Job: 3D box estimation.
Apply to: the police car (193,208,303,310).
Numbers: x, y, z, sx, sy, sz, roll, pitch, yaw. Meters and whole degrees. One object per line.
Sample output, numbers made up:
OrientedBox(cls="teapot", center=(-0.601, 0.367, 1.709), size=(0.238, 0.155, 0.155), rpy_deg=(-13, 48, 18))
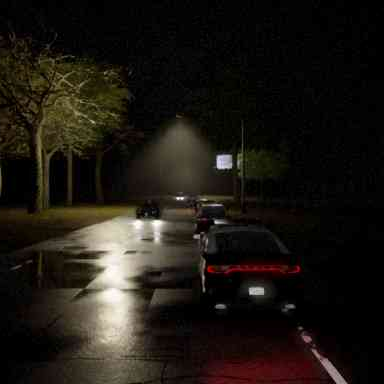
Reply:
OrientedBox(cls="police car", center=(1.069, 1.424, 8.045), size=(1.930, 1.638, 5.238), rpy_deg=(0, 0, 0))

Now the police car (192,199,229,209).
OrientedBox(cls="police car", center=(1.093, 1.423, 18.045), size=(1.930, 1.638, 5.238), rpy_deg=(0, 0, 0))

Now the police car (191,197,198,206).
OrientedBox(cls="police car", center=(1.107, 1.418, 24.044), size=(1.930, 1.638, 5.238), rpy_deg=(0, 0, 0))

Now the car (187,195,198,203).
OrientedBox(cls="car", center=(0.158, 1.271, 65.584), size=(2.033, 1.411, 5.357), rpy_deg=(0, 1, 0))

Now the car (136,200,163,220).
OrientedBox(cls="car", center=(-3.532, 1.485, 28.175), size=(1.837, 1.490, 4.892), rpy_deg=(0, 0, 0))

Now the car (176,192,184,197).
OrientedBox(cls="car", center=(-3.281, 0.727, 91.693), size=(2.128, 1.511, 4.902), rpy_deg=(0, 1, 0))

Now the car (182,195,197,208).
OrientedBox(cls="car", center=(0.147, 1.383, 46.033), size=(2.128, 1.511, 4.902), rpy_deg=(0, 0, 1))
